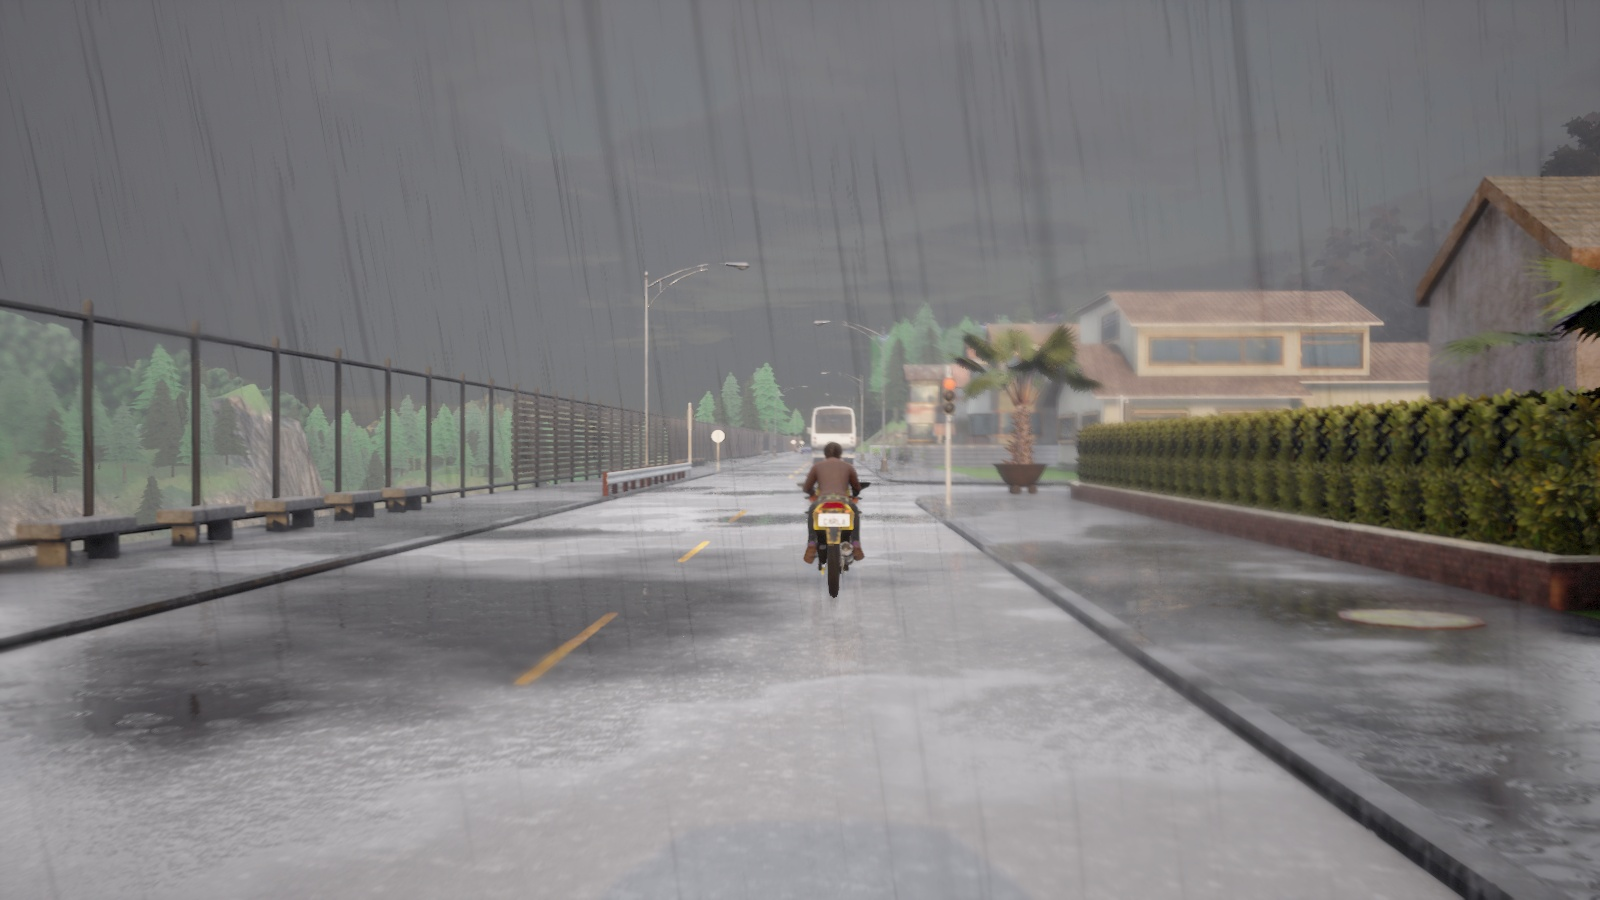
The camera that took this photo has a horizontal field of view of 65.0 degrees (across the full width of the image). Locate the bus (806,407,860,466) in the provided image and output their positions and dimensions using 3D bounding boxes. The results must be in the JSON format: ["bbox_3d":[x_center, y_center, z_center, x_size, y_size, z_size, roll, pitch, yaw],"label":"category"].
[{"bbox_3d":[2.548,-1.013,96.590,3.944,4.253,10.273,0,0,1],"label":"bus"}]

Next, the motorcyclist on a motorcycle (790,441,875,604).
[{"bbox_3d":[0.335,0.678,12.835,0.797,1.523,2.044,0,0,1],"label":"motorcyclist on a motorcycle"}]
